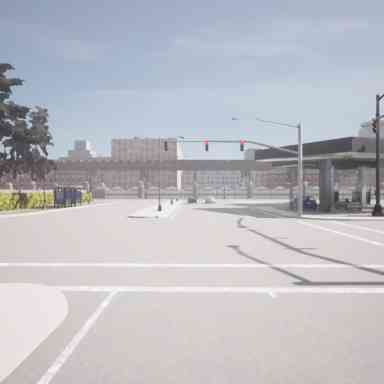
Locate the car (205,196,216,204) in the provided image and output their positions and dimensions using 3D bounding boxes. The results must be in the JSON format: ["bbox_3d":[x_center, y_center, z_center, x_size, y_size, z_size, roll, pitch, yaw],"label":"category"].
[{"bbox_3d":[3.561,1.526,64.451,1.812,1.442,4.674,0,0,0],"label":"car"}]

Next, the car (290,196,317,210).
[{"bbox_3d":[13.248,1.295,39.767,2.242,1.667,4.611,0,0,0],"label":"car"}]

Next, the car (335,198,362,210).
[{"bbox_3d":[18.994,1.456,40.524,1.970,1.475,3.806,0,0,0],"label":"car"}]

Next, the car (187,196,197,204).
[{"bbox_3d":[0.061,1.547,64.454,2.033,1.411,5.357,0,0,0],"label":"car"}]
